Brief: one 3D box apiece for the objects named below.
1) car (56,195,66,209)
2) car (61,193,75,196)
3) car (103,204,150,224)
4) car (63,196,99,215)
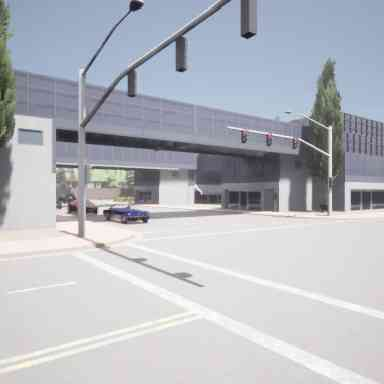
[{"bbox_3d":[-18.394,1.505,43.443,1.837,1.490,4.892,0,0,-36],"label":"car"},{"bbox_3d":[-23.774,1.221,63.014,2.150,2.045,5.566,0,0,-36],"label":"car"},{"bbox_3d":[-4.993,1.601,25.019,1.895,1.301,4.718,0,0,-36],"label":"car"},{"bbox_3d":[-10.922,1.478,33.159,1.882,1.535,5.008,0,0,-36],"label":"car"}]
